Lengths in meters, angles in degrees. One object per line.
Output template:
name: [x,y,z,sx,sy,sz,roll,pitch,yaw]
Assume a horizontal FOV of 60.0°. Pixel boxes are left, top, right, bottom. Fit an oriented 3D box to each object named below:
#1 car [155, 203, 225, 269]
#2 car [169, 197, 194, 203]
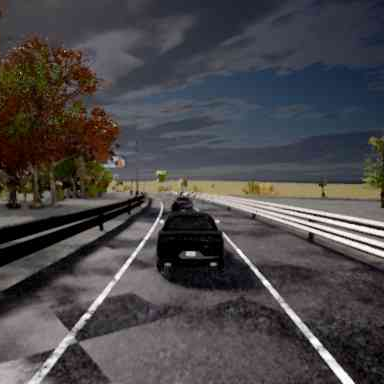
car: [-0.075,1.348,10.749,1.882,1.535,5.008,0,1,-1]
car: [-0.831,1.172,28.424,1.837,1.490,4.892,0,1,-3]
